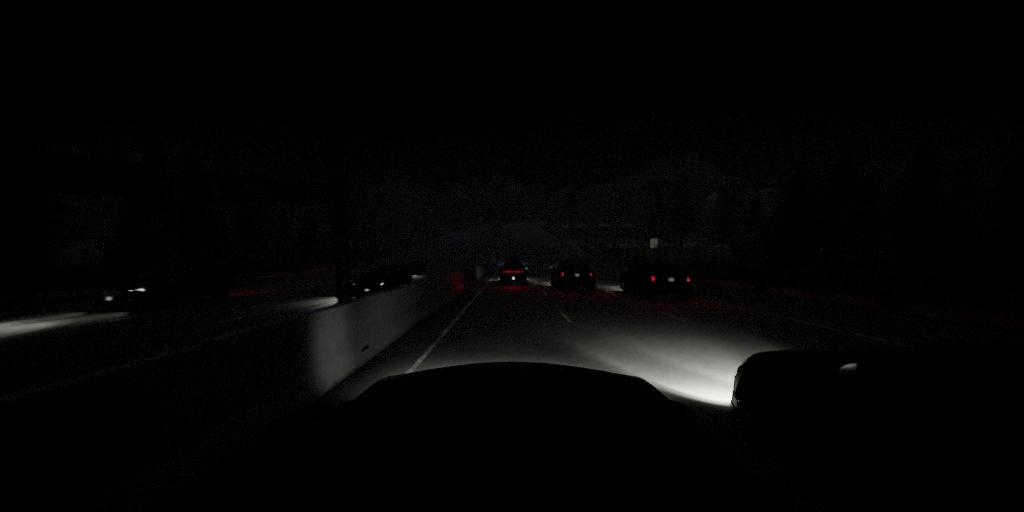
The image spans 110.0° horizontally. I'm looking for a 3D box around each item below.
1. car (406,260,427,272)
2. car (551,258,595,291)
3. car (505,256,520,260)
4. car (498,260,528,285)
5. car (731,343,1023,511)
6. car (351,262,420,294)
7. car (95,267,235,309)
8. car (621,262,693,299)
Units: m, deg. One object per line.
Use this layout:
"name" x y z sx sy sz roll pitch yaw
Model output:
"car" -10.534 1.126 38.446 2.033 1.411 5.357 0 2 1
"car" 3.600 1.074 21.924 2.097 1.767 4.553 0 0 0
"car" 0.097 0.724 46.587 2.033 1.411 5.357 0 4 0
"car" 0.100 1.220 26.074 1.837 1.490 4.892 0 0 0
"car" 3.600 1.313 2.556 1.994 1.385 4.181 0 0 0
"car" -7.063 1.272 20.149 2.033 1.411 5.357 0 0 0
"car" -14.092 1.223 14.989 2.128 1.511 4.902 0 0 0
"car" 7.099 1.079 18.079 2.097 1.767 4.553 0 0 0
